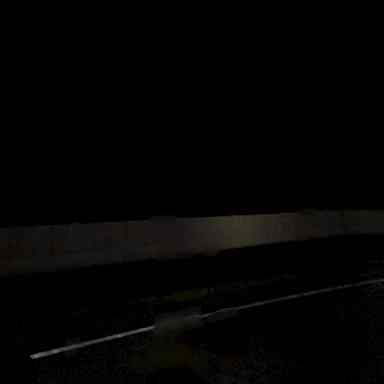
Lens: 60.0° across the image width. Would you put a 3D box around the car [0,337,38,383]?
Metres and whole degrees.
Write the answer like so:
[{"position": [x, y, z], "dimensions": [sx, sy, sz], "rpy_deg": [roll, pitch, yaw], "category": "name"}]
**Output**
[{"position": [-3.335, 1.477, 1.368], "dimensions": [5.008, 1.535, 1.882], "rpy_deg": [0, 0, -38], "category": "car"}]
